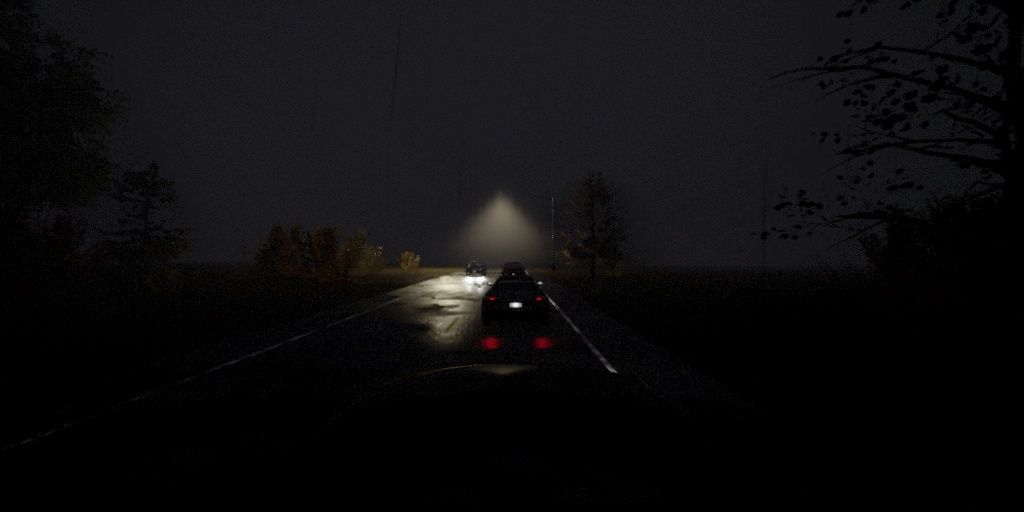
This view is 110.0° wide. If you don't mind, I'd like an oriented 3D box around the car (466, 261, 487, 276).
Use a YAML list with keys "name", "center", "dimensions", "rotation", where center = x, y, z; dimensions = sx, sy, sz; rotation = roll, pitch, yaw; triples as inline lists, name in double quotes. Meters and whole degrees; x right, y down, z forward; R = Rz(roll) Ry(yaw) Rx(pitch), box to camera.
- name: "car"
  center: [-3.586, 1.240, 36.785]
  dimensions: [2.128, 1.511, 4.902]
  rotation: [0, 0, 0]

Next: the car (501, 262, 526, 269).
- name: "car"
  center: [0.105, 1.227, 29.688]
  dimensions: [1.882, 1.535, 5.008]
  rotation: [0, 0, 0]

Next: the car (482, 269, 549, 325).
- name: "car"
  center: [0.102, 1.315, 11.848]
  dimensions: [1.994, 1.385, 4.181]
  rotation: [0, 0, 0]
